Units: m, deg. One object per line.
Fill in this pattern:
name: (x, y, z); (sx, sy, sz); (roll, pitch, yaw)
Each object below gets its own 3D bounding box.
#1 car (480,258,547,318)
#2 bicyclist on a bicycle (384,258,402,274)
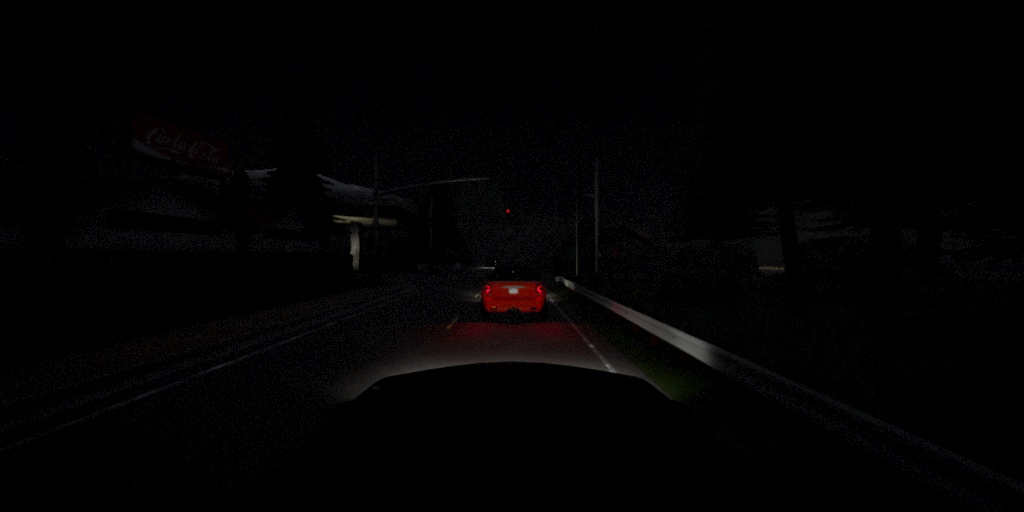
car: (0.067, 1.073, 12.974); (2.097, 1.767, 4.553); (0, 0, 0)
bicyclist on a bicycle: (-11.765, 1.009, 35.465); (1.656, 1.620, 0.582); (1, -3, -19)
